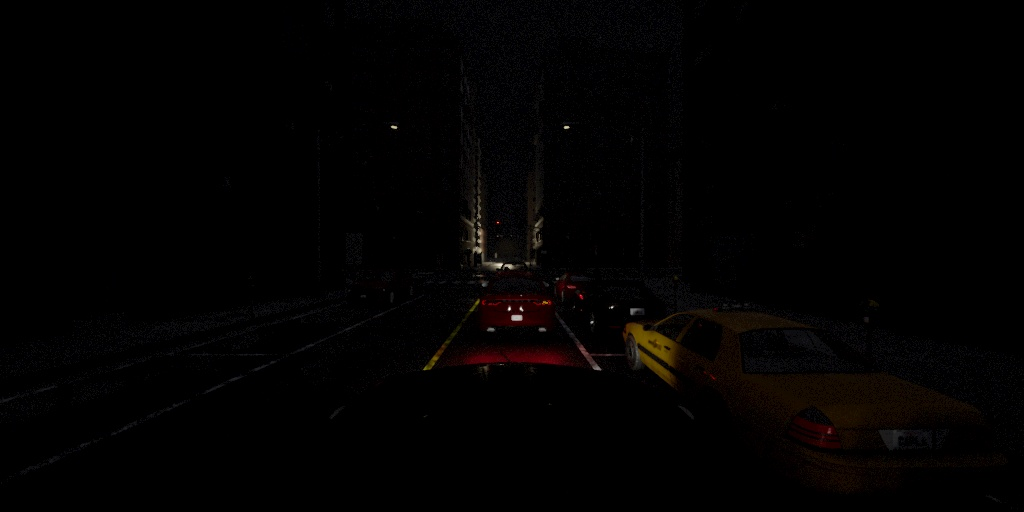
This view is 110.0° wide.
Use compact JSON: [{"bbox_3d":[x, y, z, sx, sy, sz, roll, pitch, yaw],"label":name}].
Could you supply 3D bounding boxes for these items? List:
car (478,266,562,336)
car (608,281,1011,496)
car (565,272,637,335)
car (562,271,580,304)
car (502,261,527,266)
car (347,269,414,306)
[{"bbox_3d":[0.109,1.225,10.466,1.882,1.535,5.008,0,0,0],"label":"car"},{"bbox_3d":[2.876,1.274,4.870,1.751,1.417,4.829,0,0,0],"label":"car"},{"bbox_3d":[2.885,1.313,10.286,1.948,1.339,4.313,0,0,0],"label":"car"},{"bbox_3d":[2.895,1.327,15.872,1.802,1.307,4.207,0,0,0],"label":"car"},{"bbox_3d":[0.125,1.096,20.795,2.097,1.767,4.553,0,0,0],"label":"car"},{"bbox_3d":[-5.651,1.291,15.883,1.888,1.381,4.507,0,0,0],"label":"car"}]
